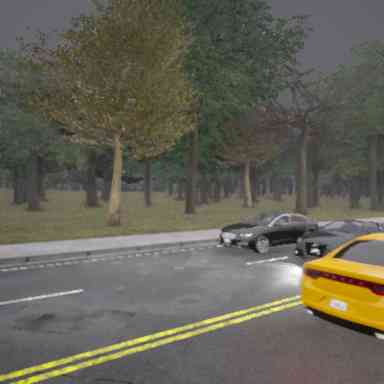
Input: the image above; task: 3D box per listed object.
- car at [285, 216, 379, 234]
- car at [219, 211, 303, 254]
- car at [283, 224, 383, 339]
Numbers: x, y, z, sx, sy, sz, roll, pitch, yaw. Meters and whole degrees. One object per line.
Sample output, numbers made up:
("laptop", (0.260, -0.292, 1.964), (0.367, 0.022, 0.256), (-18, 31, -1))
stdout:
("car", (5.438, 1.649, 11.409), (4.181, 1.385, 1.994), (0, 0, -35))
("car", (3.329, 1.579, 13.900), (4.902, 1.511, 2.128), (0, 0, -35))
("car", (4.186, 1.529, 6.318), (5.008, 1.535, 1.882), (1, 0, -35))
